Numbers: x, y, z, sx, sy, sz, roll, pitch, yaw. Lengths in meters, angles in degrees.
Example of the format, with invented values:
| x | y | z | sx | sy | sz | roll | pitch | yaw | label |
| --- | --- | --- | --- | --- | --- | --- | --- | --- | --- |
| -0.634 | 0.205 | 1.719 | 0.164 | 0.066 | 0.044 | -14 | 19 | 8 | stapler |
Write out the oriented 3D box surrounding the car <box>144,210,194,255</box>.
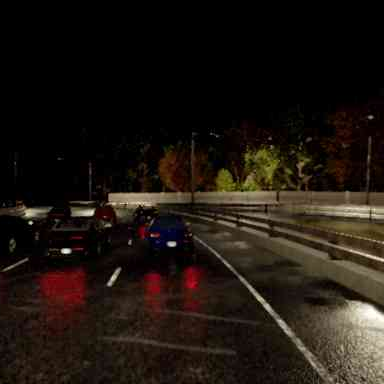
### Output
| x | y | z | sx | sy | sz | roll | pitch | yaw | label |
| --- | --- | --- | --- | --- | --- | --- | --- | --- | --- |
| -1.021 | 1.730 | 14.284 | 1.812 | 1.442 | 4.674 | 0 | -1 | -8 | car |

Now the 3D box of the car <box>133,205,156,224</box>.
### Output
| x | y | z | sx | sy | sz | roll | pitch | yaw | label |
| --- | --- | --- | --- | --- | --- | --- | --- | --- | --- |
| -4.104 | 1.921 | 29.494 | 2.128 | 1.511 | 4.902 | 0 | -1 | -15 | car |

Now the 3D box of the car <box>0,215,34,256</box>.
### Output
| x | y | z | sx | sy | sz | roll | pitch | yaw | label |
| --- | --- | --- | --- | --- | --- | --- | --- | --- | --- |
| -8.065 | 1.709 | 14.130 | 1.882 | 1.535 | 5.008 | 0 | -1 | -8 | car |

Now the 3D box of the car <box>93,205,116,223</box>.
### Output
| x | y | z | sx | sy | sz | roll | pitch | yaw | label |
| --- | --- | --- | --- | --- | --- | --- | --- | --- | --- |
| -7.856 | 1.927 | 29.900 | 1.882 | 1.535 | 5.008 | 0 | 0 | -16 | car |

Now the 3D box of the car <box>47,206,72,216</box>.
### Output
| x | y | z | sx | sy | sz | roll | pitch | yaw | label |
| --- | --- | --- | --- | --- | --- | --- | --- | --- | --- |
| -10.930 | 1.941 | 27.932 | 1.837 | 1.490 | 4.892 | 0 | 0 | -15 | car |

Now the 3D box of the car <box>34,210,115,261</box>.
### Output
| x | y | z | sx | sy | sz | roll | pitch | yaw | label |
| --- | --- | --- | --- | --- | --- | --- | --- | --- | --- |
| -4.413 | 1.711 | 13.317 | 1.837 | 1.490 | 4.892 | 0 | 0 | -7 | car |
